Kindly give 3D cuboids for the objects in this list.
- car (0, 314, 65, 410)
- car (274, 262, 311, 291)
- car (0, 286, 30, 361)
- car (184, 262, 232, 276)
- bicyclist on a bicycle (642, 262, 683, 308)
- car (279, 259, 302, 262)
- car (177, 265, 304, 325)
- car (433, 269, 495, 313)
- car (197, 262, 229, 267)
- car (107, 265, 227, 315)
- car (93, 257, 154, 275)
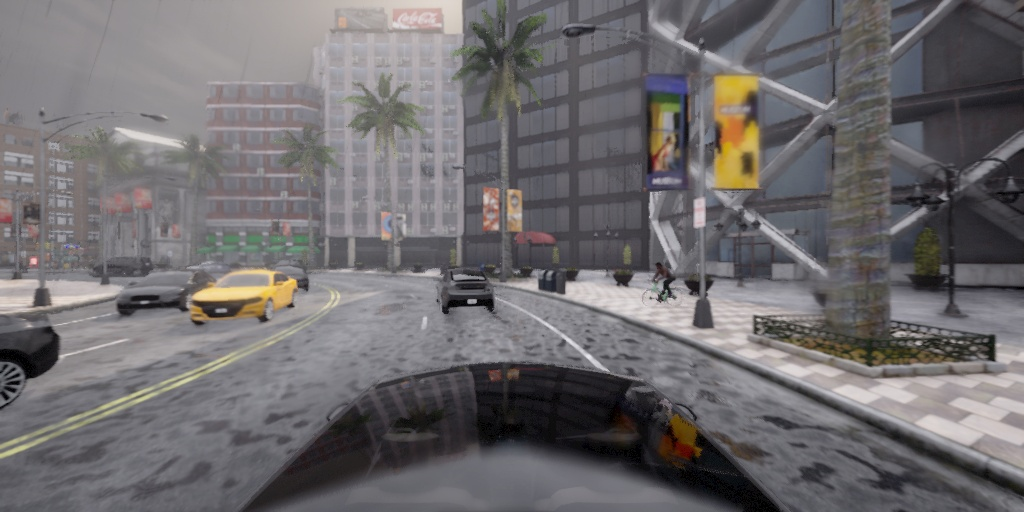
[{"bbox_3d":[-7.413,1.262,3.130,2.128,1.511,4.902,0,0,-4],"label":"car"},{"bbox_3d":[-13.383,1.294,21.479,1.837,1.490,4.892,0,0,-36],"label":"car"},{"bbox_3d":[-10.818,1.327,4.662,2.033,1.411,5.357,0,0,-3],"label":"car"},{"bbox_3d":[-33.598,1.371,39.584,4.674,1.442,1.812,0,0,17],"label":"car"},{"bbox_3d":[5.370,1.038,12.794,1.656,1.620,0.582,0,0,-13],"label":"bicyclist on a bicycle"},{"bbox_3d":[-25.005,1.174,39.889,4.553,1.767,2.097,0,0,28],"label":"car"},{"bbox_3d":[-8.893,1.253,12.356,1.882,1.535,5.008,0,0,-19],"label":"car"},{"bbox_3d":[-1.968,1.262,14.208,1.837,1.490,4.892,0,0,-16],"label":"car"},{"bbox_3d":[-18.568,1.294,22.442,2.128,1.511,4.902,0,0,-43],"label":"car"},{"bbox_3d":[-13.199,1.292,14.104,1.837,1.490,4.892,0,0,-25],"label":"car"},{"bbox_3d":[-44.998,1.098,41.654,5.566,2.045,2.150,0,0,0],"label":"car"}]
